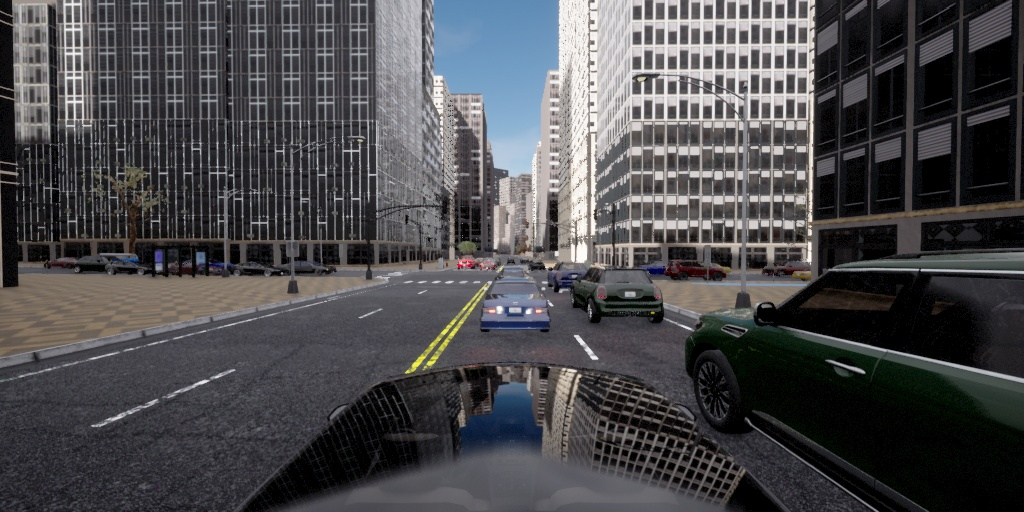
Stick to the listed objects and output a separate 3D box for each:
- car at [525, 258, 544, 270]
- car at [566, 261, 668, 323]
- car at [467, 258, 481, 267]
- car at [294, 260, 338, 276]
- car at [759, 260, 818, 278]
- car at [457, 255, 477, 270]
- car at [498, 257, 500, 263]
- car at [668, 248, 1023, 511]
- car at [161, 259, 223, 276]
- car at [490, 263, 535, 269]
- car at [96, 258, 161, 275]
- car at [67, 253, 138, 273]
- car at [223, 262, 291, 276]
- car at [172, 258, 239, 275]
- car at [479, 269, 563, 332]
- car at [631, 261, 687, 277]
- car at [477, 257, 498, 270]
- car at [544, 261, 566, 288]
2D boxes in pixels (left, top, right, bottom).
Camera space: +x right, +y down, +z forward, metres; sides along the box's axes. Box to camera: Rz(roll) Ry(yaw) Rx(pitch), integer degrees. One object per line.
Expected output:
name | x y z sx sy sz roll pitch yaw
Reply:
car | 3.211 1.223 47.301 1.837 1.490 4.892 -2 0 -3
car | 3.325 1.097 12.217 2.097 1.767 4.553 0 0 0
car | -6.710 1.177 63.698 1.882 1.535 5.008 0 0 1
car | -19.990 1.135 34.855 5.357 1.411 2.033 1 1 1
car | 28.725 1.320 37.351 4.553 1.767 2.097 0 1 1
car | -6.714 0.933 53.353 2.150 2.045 5.566 0 0 0
car | -3.472 1.229 60.053 1.812 1.442 4.674 0 0 0
car | 3.345 0.971 2.371 2.150 2.045 5.566 0 0 0
car | -28.489 1.136 32.318 4.207 1.307 1.802 0 0 1
car | 0.054 1.304 20.014 1.994 1.385 4.181 0 0 0
car | -34.170 1.068 32.477 4.313 1.339 1.948 0 0 1
car | -39.881 0.759 35.219 4.553 1.767 2.097 1 1 1
car | -22.805 1.172 32.198 4.313 1.339 1.948 0 0 1
car | -29.850 0.976 35.033 5.008 1.535 1.882 1 1 1
car | 0.080 1.293 10.771 2.033 1.411 5.357 0 0 0
car | 15.300 1.329 37.540 5.008 1.535 1.882 0 1 0
car | -3.433 1.066 51.209 2.097 1.767 4.553 0 0 -1
car | 3.303 1.091 21.082 2.097 1.767 4.553 0 0 0
